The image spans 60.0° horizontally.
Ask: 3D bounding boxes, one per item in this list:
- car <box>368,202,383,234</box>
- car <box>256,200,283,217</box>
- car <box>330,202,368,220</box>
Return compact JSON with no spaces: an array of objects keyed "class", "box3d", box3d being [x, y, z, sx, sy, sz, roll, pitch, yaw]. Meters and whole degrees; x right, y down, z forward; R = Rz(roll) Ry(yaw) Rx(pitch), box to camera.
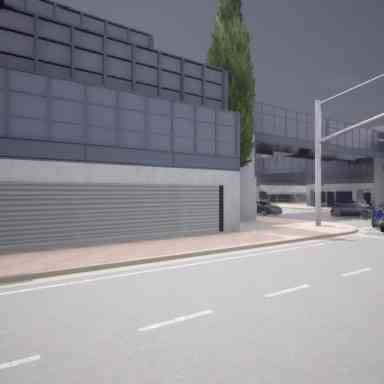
[{"class":"car","box3d":[11.646,1.352,18.746,2.097,1.767,4.553,0,0,20]},{"class":"car","box3d":[6.407,1.505,31.881,1.837,1.490,4.892,0,0,-37]},{"class":"car","box3d":[13.808,1.564,27.828,1.994,1.385,4.181,0,0,-37]}]
